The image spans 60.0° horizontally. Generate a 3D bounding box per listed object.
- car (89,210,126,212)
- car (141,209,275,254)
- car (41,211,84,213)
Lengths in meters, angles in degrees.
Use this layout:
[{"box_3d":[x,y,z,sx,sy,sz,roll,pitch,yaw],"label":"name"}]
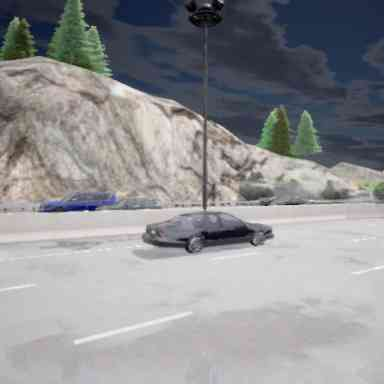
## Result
[{"box_3d":[-4.239,1.163,22.146,4.553,1.767,2.097,0,1,-32],"label":"car"},{"box_3d":[0.763,1.453,12.990,5.357,1.411,2.033,0,0,-33],"label":"car"},{"box_3d":[-7.973,1.001,23.909,5.566,2.045,2.150,0,0,-34],"label":"car"}]
